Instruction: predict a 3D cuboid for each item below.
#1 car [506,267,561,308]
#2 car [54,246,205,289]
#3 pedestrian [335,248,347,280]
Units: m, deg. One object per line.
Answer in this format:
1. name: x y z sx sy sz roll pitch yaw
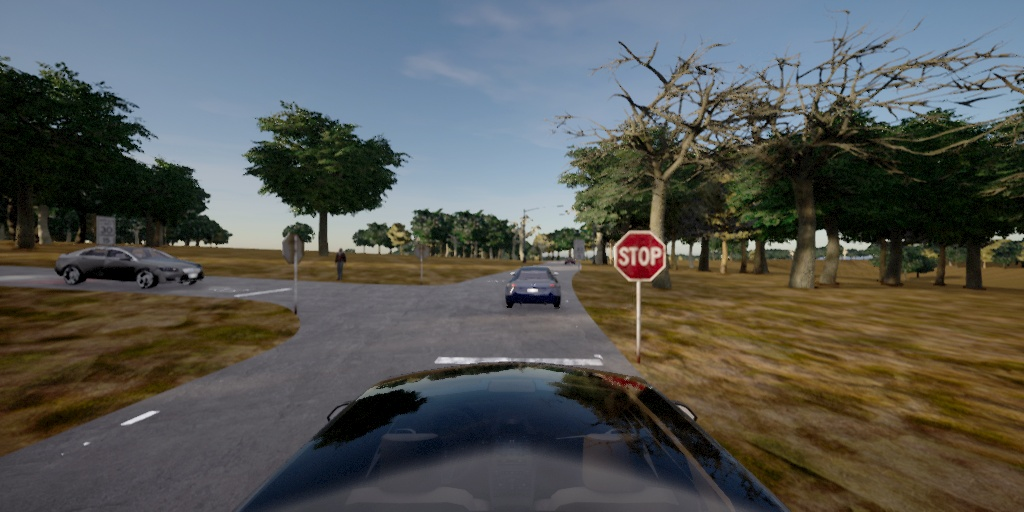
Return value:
1. car: 0.885 1.108 14.102 1.994 1.385 4.181 0 1 5
2. car: -14.873 0.388 14.112 4.902 1.511 2.128 3 0 3
3. pedestrian: -9.668 0.421 20.176 0.375 1.860 0.375 0 -3 3
